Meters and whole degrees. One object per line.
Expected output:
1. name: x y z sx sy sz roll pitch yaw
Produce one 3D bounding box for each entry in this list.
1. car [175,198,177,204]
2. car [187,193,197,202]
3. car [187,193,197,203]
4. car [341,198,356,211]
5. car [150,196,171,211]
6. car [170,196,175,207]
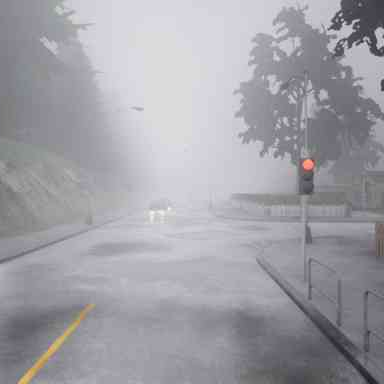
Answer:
1. car: -4.011 1.520 64.766 1.812 1.442 4.674 0 0 0
2. car: 0.037 1.208 77.477 2.150 2.045 5.566 0 0 0
3. car: 0.032 1.519 67.244 1.812 1.442 4.674 0 0 0
4. car: 15.803 1.297 35.710 1.994 1.381 4.181 0 0 0
5. car: -4.068 1.560 41.397 1.994 1.385 4.181 0 0 0
6. car: -4.062 1.559 50.838 1.994 1.385 4.181 0 0 0
